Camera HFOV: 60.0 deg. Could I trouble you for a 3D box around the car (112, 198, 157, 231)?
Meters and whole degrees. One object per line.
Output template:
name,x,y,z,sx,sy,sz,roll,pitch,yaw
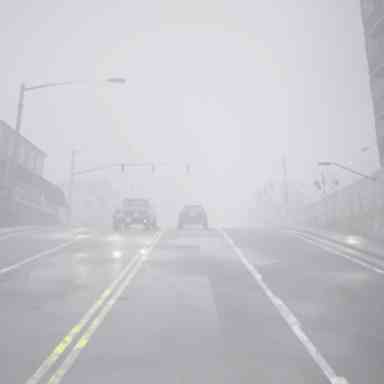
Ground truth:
car,-3.577,1.368,21.637,2.150,2.045,5.566,0,-3,0

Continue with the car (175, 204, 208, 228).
car,0.068,1.778,24.579,2.097,1.767,4.553,0,-6,0

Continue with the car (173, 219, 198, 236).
car,-0.790,4.058,37.566,1.994,1.385,4.181,3,-12,-13
